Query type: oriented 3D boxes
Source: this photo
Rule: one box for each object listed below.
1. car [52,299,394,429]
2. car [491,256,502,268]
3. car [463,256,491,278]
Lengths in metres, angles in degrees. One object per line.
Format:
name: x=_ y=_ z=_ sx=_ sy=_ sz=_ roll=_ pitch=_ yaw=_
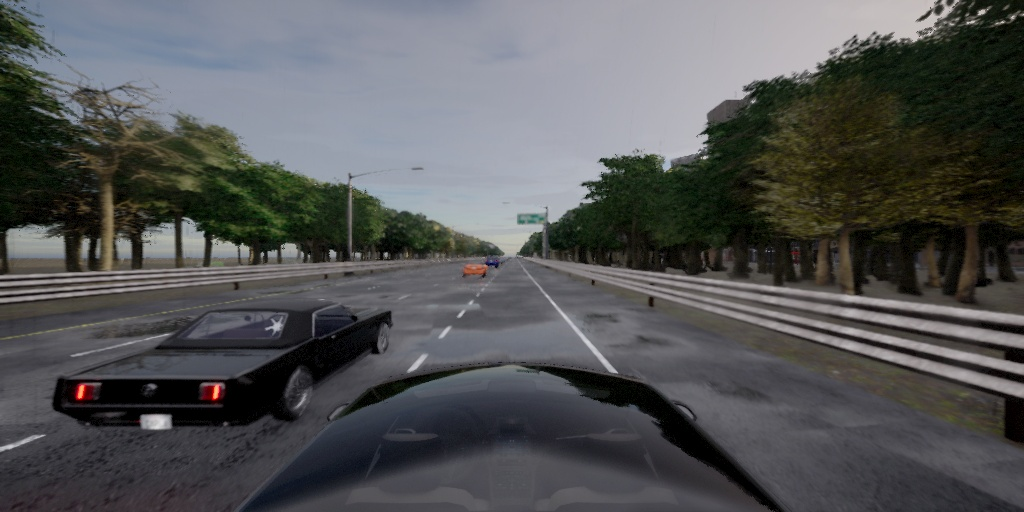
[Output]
car: x=-3.503 y=1.351 z=5.758 sx=1.895 sy=1.301 sz=4.718 roll=0 pitch=0 yaw=0
car: x=-3.330 y=0.974 z=61.029 sx=2.150 sy=2.045 sz=5.566 roll=0 pitch=0 yaw=0
car: x=-3.452 y=1.108 z=34.842 sx=2.097 sy=1.767 sz=4.553 roll=0 pitch=0 yaw=0
